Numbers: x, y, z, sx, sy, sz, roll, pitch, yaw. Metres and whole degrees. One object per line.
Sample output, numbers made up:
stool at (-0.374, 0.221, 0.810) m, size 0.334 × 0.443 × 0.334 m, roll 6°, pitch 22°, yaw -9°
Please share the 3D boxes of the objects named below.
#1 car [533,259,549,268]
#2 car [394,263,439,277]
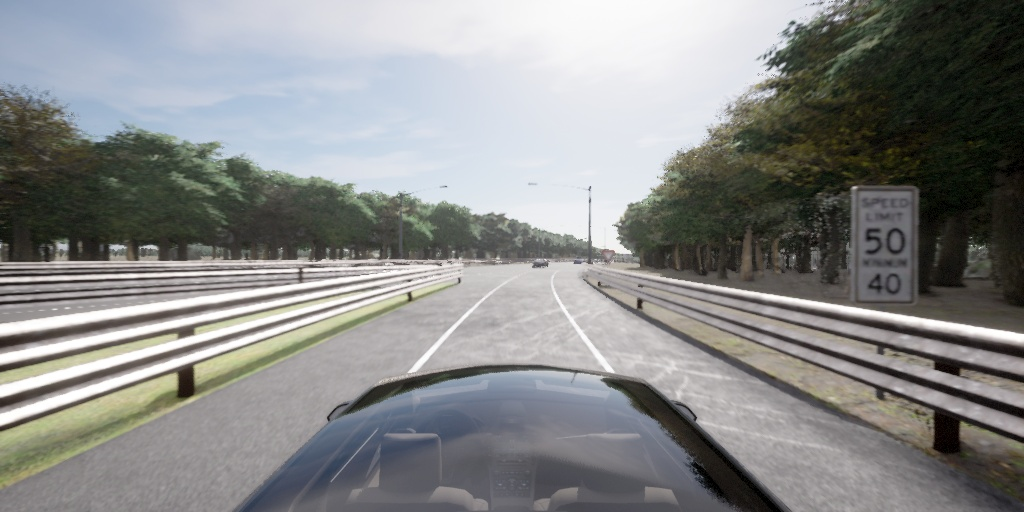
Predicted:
car at (5.103, 1.325, 63.147) m, size 1.812 × 1.442 × 4.674 m, roll 1°, pitch 0°, yaw 22°
car at (-8.385, 1.277, 32.286) m, size 1.895 × 1.301 × 4.718 m, roll 1°, pitch 0°, yaw 25°
